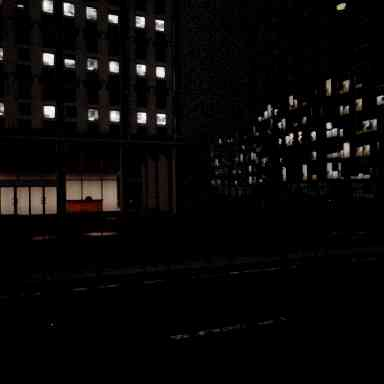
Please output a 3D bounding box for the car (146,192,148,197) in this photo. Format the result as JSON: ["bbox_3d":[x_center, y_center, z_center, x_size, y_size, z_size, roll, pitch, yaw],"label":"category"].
[{"bbox_3d":[-9.974,0.733,87.889,1.967,1.590,4.097,0,1,-21],"label":"car"}]

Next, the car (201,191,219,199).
[{"bbox_3d":[3.935,0.634,74.947,2.192,1.841,5.009,0,1,-21],"label":"car"}]

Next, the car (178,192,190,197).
[{"bbox_3d":[-2.146,0.710,90.878,2.008,1.369,4.403,0,1,-21],"label":"car"}]

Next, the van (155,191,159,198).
[{"bbox_3d":[-7.948,0.687,82.579,1.690,1.788,3.998,0,1,-21],"label":"van"}]

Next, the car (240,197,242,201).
[{"bbox_3d":[10.018,1.060,59.021,1.802,1.307,4.206,0,1,-21],"label":"car"}]

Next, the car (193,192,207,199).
[{"bbox_3d":[1.908,0.706,80.258,1.967,1.590,4.097,0,1,-21],"label":"car"}]

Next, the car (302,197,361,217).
[{"bbox_3d":[12.205,1.434,29.438,1.947,1.339,4.313,0,1,-21],"label":"car"}]

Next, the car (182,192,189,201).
[{"bbox_3d":[-1.865,1.056,66.652,2.008,1.369,4.403,0,1,-21],"label":"car"}]

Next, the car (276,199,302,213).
[{"bbox_3d":[10.194,1.399,34.757,1.802,1.307,4.206,0,1,-21],"label":"car"}]

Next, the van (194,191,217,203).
[{"bbox_3d":[2.189,0.952,56.030,1.690,1.788,3.998,0,1,-21],"label":"van"}]

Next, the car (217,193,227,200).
[{"bbox_3d":[5.964,0.954,69.641,1.802,1.307,4.206,0,1,-21],"label":"car"}]

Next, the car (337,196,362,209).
[{"bbox_3d":[15.960,1.209,36.077,1.882,1.535,5.008,-1,1,-20],"label":"car"}]

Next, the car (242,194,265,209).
[{"bbox_3d":[8.221,1.332,40.086,1.947,1.339,4.313,0,1,-21],"label":"car"}]
